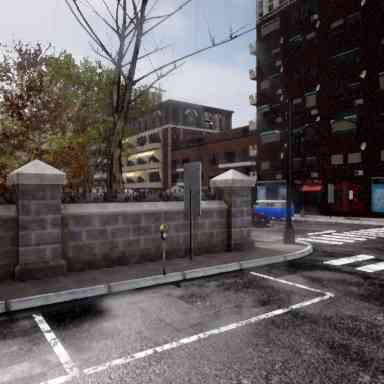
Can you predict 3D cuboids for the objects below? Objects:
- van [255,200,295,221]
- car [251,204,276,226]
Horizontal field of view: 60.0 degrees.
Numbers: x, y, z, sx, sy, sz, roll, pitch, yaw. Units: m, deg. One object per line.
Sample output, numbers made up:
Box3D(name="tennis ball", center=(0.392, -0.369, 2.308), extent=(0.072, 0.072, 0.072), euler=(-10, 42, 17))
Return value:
Box3D(name="van", center=(7.313, 1.643, 30.193), extent=(1.690, 1.788, 3.998), euler=(-1, 0, -36))
Box3D(name="car", center=(3.832, 1.851, 25.149), extent=(1.994, 1.385, 4.181), euler=(0, -1, -36))
